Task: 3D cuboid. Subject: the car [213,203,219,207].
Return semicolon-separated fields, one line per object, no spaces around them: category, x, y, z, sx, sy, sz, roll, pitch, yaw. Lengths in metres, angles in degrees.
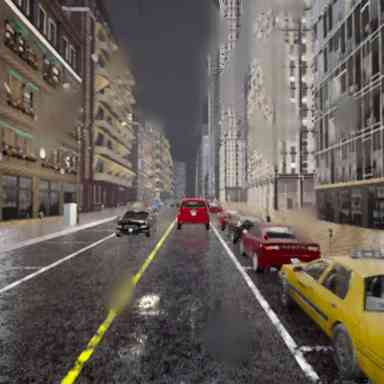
car;2.668;1.979;39.367;1.887;1.381;4.507;1;-1;0

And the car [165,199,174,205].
car;-5.684;2.547;85.062;1.947;1.339;4.313;1;-1;0

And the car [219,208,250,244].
car;2.670;1.730;16.577;2.008;1.369;4.403;1;-1;0

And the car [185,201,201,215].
car;0.098;1.965;41.703;1.837;1.490;4.892;0;-1;0

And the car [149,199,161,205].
car;-5.677;1.941;45.185;1.967;1.590;4.097;1;-1;0

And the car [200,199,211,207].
car;2.667;2.207;67.858;1.967;1.590;4.097;1;-1;0

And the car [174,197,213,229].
car;0.097;1.480;23.672;2.150;2.045;5.566;0;0;0

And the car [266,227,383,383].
car;2.672;1.584;5.353;1.752;1.417;4.829;1;-1;0

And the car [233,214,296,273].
car;2.671;1.662;10.881;1.887;1.381;4.507;1;-1;0

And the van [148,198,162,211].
van;-5.676;1.908;50.884;1.690;1.788;3.998;1;-1;0

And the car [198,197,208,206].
car;2.668;2.222;79.257;2.192;1.841;5.009;1;-1;0

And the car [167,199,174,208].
car;-3.006;2.301;61.701;1.895;1.301;4.718;0;-1;0

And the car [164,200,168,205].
car;-5.684;2.491;79.366;1.802;1.307;4.206;1;-1;0

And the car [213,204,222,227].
car;2.670;1.787;22.275;1.887;1.381;4.507;1;-1;0

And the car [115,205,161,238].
car;-3.101;1.714;19.280;1.837;1.490;4.892;0;-1;0

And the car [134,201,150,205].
car;-5.678;1.894;33.620;1.752;1.417;4.829;1;-1;0
